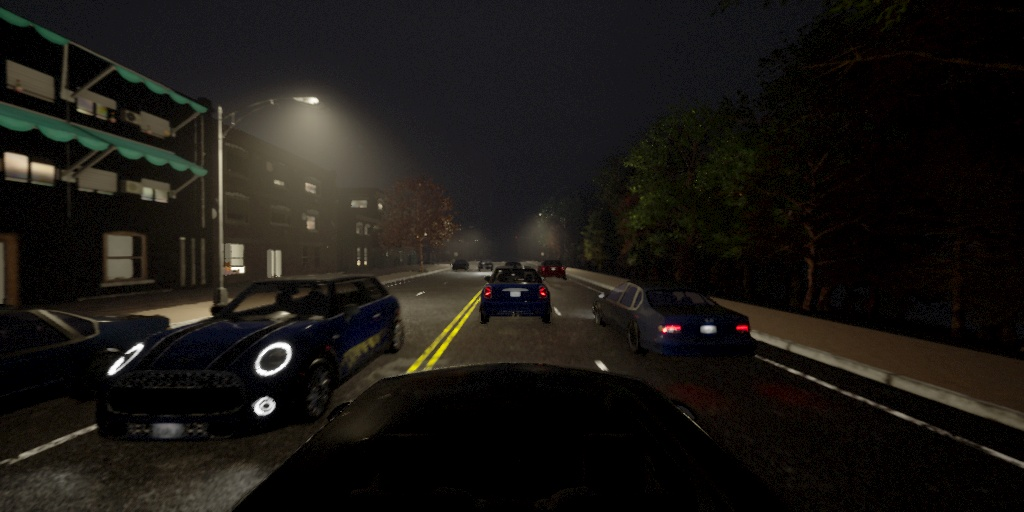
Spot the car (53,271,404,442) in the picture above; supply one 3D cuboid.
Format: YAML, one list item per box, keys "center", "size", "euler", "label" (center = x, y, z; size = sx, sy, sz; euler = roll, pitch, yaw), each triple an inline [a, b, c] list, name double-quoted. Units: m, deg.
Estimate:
- center: [-3.351, 1.101, 5.728]
  size: [2.097, 1.767, 4.553]
  euler: [0, 0, 0]
  label: "car"

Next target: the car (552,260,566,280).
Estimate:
- center: [3.342, 1.097, 31.087]
  size: [2.097, 1.767, 4.553]
  euler: [0, 0, 0]
  label: "car"

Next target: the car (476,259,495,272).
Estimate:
- center: [-3.441, 1.233, 47.064]
  size: [2.128, 1.511, 4.902]
  euler: [0, 0, -1]
  label: "car"

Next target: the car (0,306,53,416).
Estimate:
- center: [-6.601, 1.297, 3.714]
  size: [2.033, 1.411, 5.357]
  euler: [0, 0, 0]
  label: "car"

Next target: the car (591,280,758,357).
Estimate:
- center: [3.349, 1.297, 8.627]
  size: [2.033, 1.411, 5.357]
  euler: [0, 0, 0]
  label: "car"

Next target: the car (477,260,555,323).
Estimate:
- center: [0.097, 1.100, 12.314]
  size: [2.097, 1.767, 4.553]
  euler: [0, 0, 0]
  label: "car"

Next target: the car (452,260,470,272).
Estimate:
- center: [-6.686, 1.220, 46.994]
  size: [1.882, 1.535, 5.008]
  euler: [0, 0, -1]
  label: "car"
